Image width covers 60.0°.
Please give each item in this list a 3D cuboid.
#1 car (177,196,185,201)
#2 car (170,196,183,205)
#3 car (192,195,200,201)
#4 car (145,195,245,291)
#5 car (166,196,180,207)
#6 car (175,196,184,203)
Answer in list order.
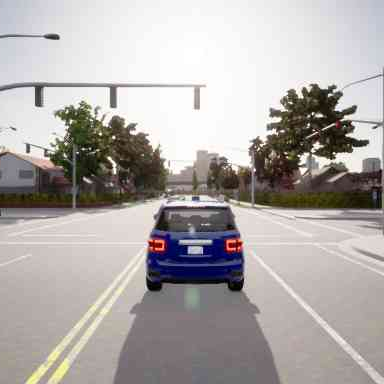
[{"bbox_3d":[-2.621,1.595,81.806,1.895,1.301,4.718,0,0,0],"label":"car"},{"bbox_3d":[-2.821,1.547,61.341,2.033,1.411,5.357,0,0,1],"label":"car"},{"bbox_3d":[0.881,1.478,82.128,1.882,1.535,5.008,0,0,0],"label":"car"},{"bbox_3d":[0.069,1.222,9.162,2.150,2.045,5.566,0,0,0],"label":"car"},{"bbox_3d":[-2.896,1.478,51.621,1.882,1.535,5.008,0,0,1],"label":"car"},{"bbox_3d":[-2.688,1.524,71.189,1.812,1.442,4.674,0,0,0],"label":"car"}]
